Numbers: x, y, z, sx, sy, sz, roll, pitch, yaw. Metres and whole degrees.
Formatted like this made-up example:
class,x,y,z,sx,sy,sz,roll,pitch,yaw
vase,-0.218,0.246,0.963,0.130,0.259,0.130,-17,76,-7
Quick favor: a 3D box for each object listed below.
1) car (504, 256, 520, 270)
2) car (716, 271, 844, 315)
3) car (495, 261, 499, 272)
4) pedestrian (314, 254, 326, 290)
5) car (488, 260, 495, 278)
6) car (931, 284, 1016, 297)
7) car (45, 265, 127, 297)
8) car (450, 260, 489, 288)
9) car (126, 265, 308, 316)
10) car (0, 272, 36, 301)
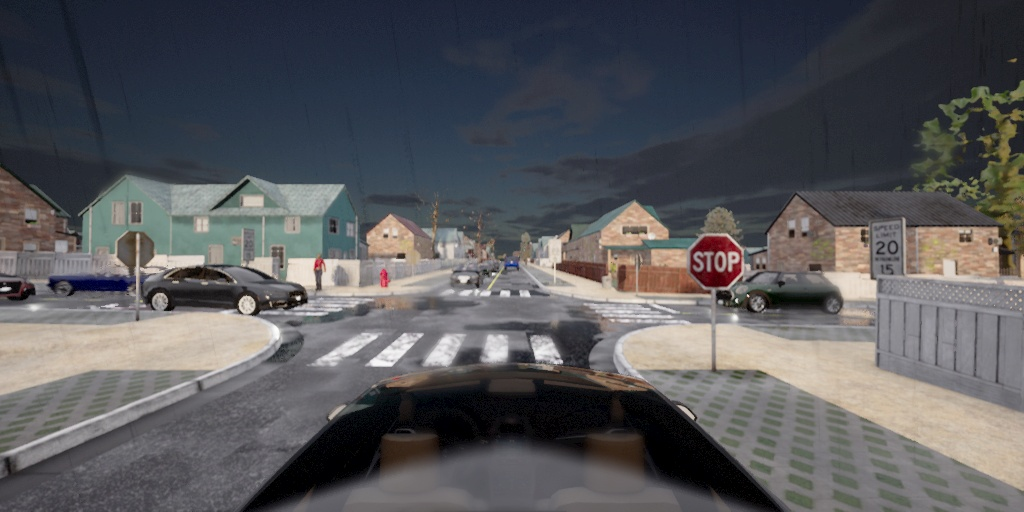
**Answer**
class,x,y,z,sx,sy,sz,roll,pitch,yaw
car,-0.030,1.042,54.731,2.150,2.045,5.566,0,0,0
car,10.976,1.400,15.047,4.553,1.767,2.097,1,-1,-1
car,-2.945,1.296,44.982,1.837,1.490,4.892,0,0,0
pedestrian,-9.667,0.771,17.947,0.375,1.860,0.375,0,-2,0
car,-2.922,1.371,34.830,1.895,1.301,4.718,0,0,0
car,19.975,1.816,15.090,4.181,1.385,1.994,1,-1,0
car,-16.250,1.039,15.104,4.718,1.301,1.895,1,-1,-1
car,-2.900,1.248,23.879,2.128,1.511,4.902,0,0,0
car,-9.193,1.048,11.631,4.892,1.490,1.837,1,-1,6
car,-19.049,0.893,12.055,4.181,1.385,1.994,1,-1,-1
